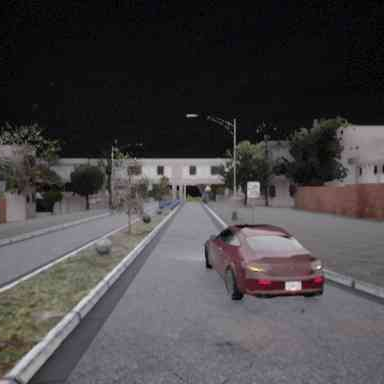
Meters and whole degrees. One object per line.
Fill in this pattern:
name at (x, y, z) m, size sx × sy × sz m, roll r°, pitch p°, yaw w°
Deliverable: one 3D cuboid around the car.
car at (1.507, 1.516, 8.276) m, size 1.812 × 1.442 × 4.674 m, roll 0°, pitch 0°, yaw -8°
